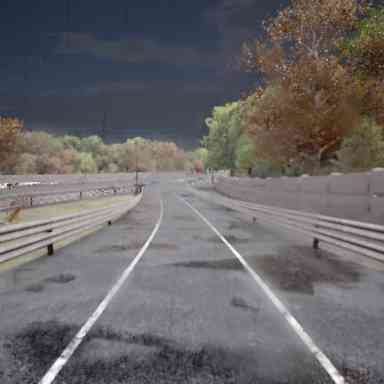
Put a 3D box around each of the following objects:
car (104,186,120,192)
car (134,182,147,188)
[{"bbox_3d":[-16.639,-0.548,69.717,1.837,1.490,4.892,1,4,18],"label":"car"},{"bbox_3d":[-13.763,-1.915,89.659,1.882,1.535,5.008,1,4,18],"label":"car"}]
